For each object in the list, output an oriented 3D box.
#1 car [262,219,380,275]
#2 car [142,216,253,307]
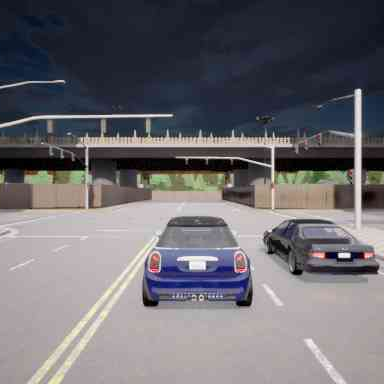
[{"bbox_3d":[3.605,1.547,10.378,2.033,1.411,5.357,0,0,0],"label":"car"},{"bbox_3d":[0.104,1.352,8.159,2.097,1.767,4.553,0,0,0],"label":"car"}]
